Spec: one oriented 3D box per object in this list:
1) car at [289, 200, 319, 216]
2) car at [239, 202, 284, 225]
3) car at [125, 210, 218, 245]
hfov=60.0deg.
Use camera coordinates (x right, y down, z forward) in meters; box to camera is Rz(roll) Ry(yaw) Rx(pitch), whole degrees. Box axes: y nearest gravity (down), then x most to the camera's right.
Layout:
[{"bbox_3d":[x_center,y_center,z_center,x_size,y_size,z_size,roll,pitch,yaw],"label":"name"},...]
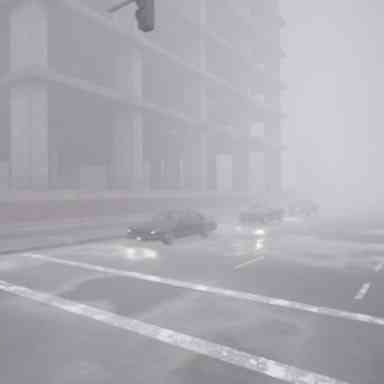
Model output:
[{"bbox_3d":[11.249,1.542,33.276,2.128,1.511,4.902,-1,0,35],"label":"car"},{"bbox_3d":[5.240,1.528,24.797,1.882,1.535,5.008,-1,0,35],"label":"car"},{"bbox_3d":[-0.753,1.597,16.335,2.033,1.411,5.357,-1,0,35],"label":"car"}]
